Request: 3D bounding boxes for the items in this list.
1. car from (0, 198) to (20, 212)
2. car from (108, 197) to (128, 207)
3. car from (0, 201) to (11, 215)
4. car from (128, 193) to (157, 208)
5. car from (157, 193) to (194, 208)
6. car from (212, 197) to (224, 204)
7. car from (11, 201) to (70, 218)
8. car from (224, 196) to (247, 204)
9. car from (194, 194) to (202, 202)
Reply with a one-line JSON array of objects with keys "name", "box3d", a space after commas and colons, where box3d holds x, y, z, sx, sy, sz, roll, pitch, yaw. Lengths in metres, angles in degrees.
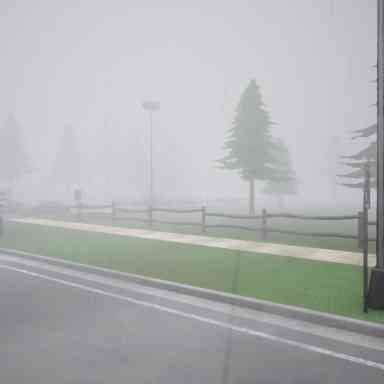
[{"name": "car", "box3d": [-22.092, 1.491, 36.806, 2.128, 1.511, 4.902, 0, 0, 35]}, {"name": "car", "box3d": [-11.073, 1.491, 52.478, 2.128, 1.511, 4.902, 0, 0, 35]}, {"name": "car", "box3d": [-17.607, 1.547, 31.003, 2.033, 1.411, 5.357, 0, 0, 35]}, {"name": "car", "box3d": [-6.052, 1.221, 47.453, 2.150, 2.045, 5.566, 0, 0, 35]}, {"name": "car", "box3d": [-2.307, 1.352, 46.689, 2.097, 1.767, 4.553, 0, 0, 35]}, {"name": "car", "box3d": [5.514, 1.580, 63.747, 1.994, 1.385, 4.181, 0, 0, 35]}, {"name": "car", "box3d": [-13.583, 1.526, 30.618, 1.812, 1.442, 4.674, 0, 0, 35]}, {"name": "car", "box3d": [8.381, 1.513, 61.739, 1.882, 1.535, 5.008, 0, 0, 35]}, {"name": "car", "box3d": [-0.229, 1.328, 67.750, 2.150, 2.045, 5.566, 0, 0, 35]}]
